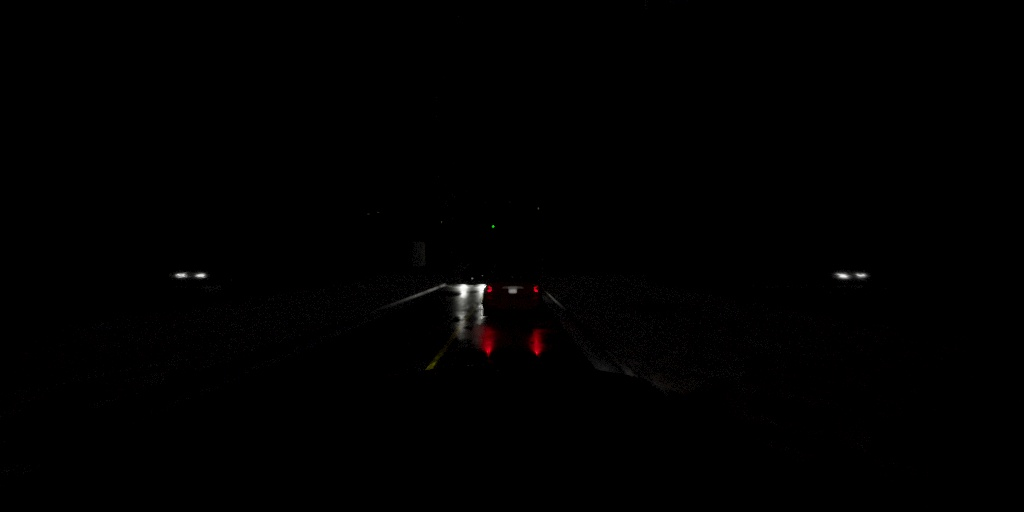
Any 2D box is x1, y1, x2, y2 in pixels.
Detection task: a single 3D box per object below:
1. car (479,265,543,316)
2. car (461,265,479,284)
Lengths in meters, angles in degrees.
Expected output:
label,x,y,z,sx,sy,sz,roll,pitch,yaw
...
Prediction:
label,x,y,z,sx,sy,sz,roll,pitch,yaw
car,0.048,1.216,14.183,2.097,1.767,4.553,0,-1,1
car,-3.041,1.516,30.047,1.837,1.490,4.892,0,-1,0
